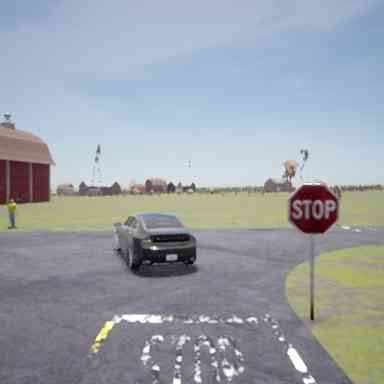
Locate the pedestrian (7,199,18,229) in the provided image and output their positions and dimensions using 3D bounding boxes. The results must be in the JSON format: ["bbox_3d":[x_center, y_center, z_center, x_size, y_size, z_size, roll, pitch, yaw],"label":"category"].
[{"bbox_3d":[-11.210,1.334,20.806,0.375,1.860,0.375,0,1,4],"label":"pedestrian"}]

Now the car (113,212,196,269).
[{"bbox_3d":[-1.369,1.426,10.977,1.837,1.490,4.892,1,1,-20],"label":"car"}]
